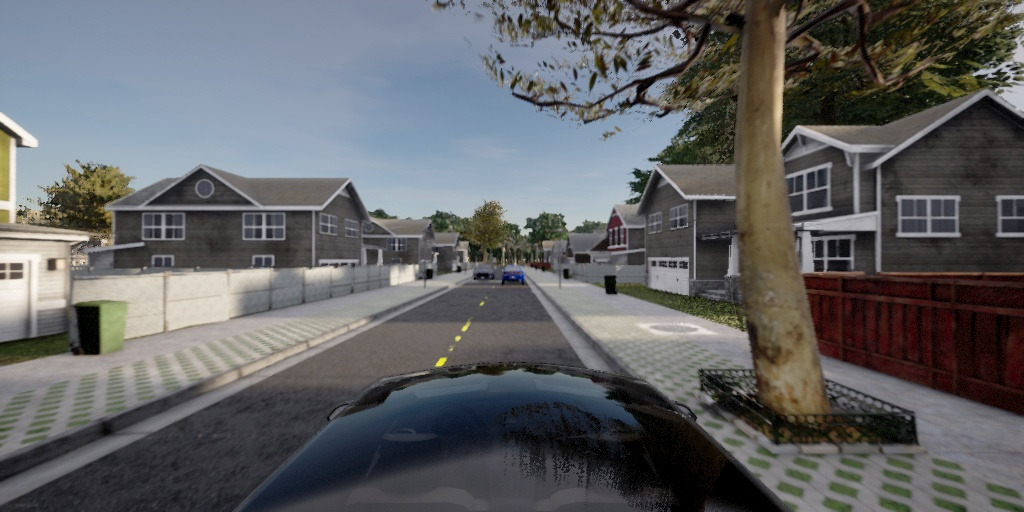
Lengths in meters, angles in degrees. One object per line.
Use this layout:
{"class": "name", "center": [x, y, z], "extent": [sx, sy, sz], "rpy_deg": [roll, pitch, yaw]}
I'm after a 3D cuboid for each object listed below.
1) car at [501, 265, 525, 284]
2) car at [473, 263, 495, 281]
{"class": "car", "center": [0.088, 1.628, 31.392], "extent": [1.882, 1.535, 5.008], "rpy_deg": [0, -1, 0]}
{"class": "car", "center": [-2.856, 1.584, 37.253], "extent": [2.097, 1.767, 4.553], "rpy_deg": [0, -1, 0]}
